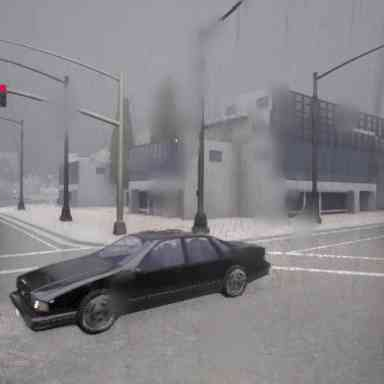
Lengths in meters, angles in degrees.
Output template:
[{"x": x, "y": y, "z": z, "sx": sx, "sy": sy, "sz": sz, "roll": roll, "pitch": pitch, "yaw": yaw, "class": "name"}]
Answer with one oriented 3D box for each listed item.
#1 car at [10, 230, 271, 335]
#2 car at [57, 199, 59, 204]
[{"x": -0.665, "y": 1.545, "z": 6.933, "sx": 5.357, "sy": 1.411, "sz": 2.033, "roll": 0, "pitch": 0, "yaw": -37, "class": "car"}, {"x": -23.307, "y": 1.513, "z": 62.385, "sx": 1.994, "sy": 1.385, "sz": 4.181, "roll": 0, "pitch": 0, "yaw": 17, "class": "car"}]
